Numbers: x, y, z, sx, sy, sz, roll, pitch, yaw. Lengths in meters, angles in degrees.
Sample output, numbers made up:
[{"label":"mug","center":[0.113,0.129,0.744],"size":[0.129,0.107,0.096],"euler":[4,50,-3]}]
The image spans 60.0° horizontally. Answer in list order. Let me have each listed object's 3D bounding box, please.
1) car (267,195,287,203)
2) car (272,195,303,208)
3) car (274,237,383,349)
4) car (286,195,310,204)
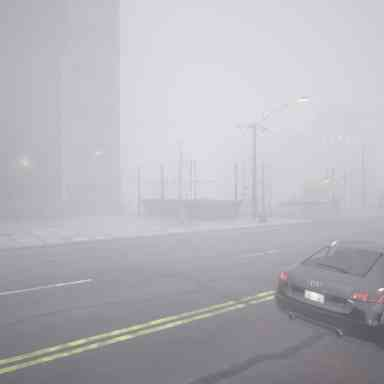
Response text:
[{"label":"car","center":[17.359,1.445,67.790],"size":[3.806,1.475,1.970],"euler":[0,0,-36]},{"label":"car","center":[13.356,1.250,44.728],"size":[4.553,1.767,2.185],"euler":[0,0,-36]},{"label":"car","center":[3.499,1.563,6.243],"size":[4.181,1.385,1.994],"euler":[0,0,-36]},{"label":"car","center":[20.266,1.413,63.789],"size":[4.674,1.452,2.002],"euler":[0,0,-36]}]
